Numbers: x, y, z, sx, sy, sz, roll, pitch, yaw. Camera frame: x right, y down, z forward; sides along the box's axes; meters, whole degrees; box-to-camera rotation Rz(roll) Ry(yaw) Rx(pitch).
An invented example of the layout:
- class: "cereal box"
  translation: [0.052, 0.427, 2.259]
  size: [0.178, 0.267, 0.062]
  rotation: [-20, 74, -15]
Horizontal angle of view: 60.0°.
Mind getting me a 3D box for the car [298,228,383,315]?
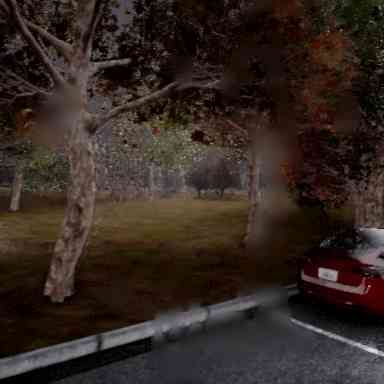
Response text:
- class: "car"
  translation: [4.366, 1.518, 7.211]
  size: [4.792, 1.488, 2.163]
  rotation: [0, 0, -34]
